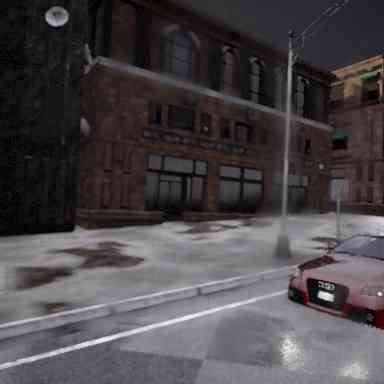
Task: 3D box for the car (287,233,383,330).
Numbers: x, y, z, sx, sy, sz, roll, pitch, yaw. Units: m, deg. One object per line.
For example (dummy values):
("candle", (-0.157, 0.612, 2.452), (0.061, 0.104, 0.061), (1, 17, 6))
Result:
("car", (3.875, 1.569, 6.753), (4.181, 1.385, 1.994), (0, 0, -35))
